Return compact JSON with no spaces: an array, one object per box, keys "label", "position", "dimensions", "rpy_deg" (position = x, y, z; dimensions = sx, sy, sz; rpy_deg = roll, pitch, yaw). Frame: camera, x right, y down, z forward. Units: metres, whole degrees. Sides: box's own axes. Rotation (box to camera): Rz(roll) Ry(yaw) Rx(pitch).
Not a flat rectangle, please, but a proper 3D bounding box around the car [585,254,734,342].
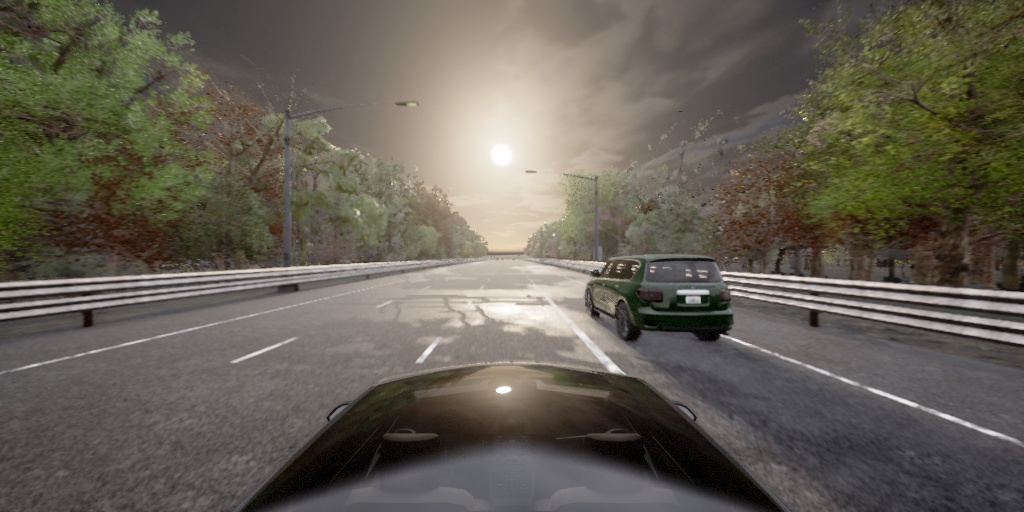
[{"label":"car","position":[3.610,0.979,9.927],"dimensions":[2.150,2.045,5.566],"rpy_deg":[0,0,-1]}]
